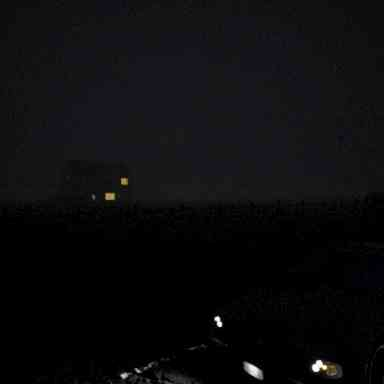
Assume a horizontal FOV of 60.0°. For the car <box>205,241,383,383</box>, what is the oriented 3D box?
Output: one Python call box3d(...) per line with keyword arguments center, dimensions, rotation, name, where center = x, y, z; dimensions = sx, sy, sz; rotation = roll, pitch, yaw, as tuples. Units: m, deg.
box3d(center=(2.754, 1.544, 5.247), dimensions=(5.357, 1.411, 2.033), rotation=(0, 0, -38), name="car")
